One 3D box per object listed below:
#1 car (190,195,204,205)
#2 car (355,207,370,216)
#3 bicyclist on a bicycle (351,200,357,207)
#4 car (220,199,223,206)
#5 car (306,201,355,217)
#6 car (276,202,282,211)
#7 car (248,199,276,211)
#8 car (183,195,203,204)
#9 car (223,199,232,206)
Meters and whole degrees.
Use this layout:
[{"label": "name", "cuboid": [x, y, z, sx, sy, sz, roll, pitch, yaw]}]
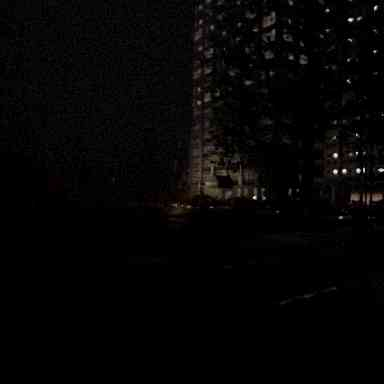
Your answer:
[{"label": "car", "cuboid": [0.411, 1.688, 54.808, 1.882, 1.535, 5.008, 2, -1, -34]}, {"label": "car", "cuboid": [16.499, 1.866, 36.587, 2.033, 1.411, 5.357, 2, -1, -34]}, {"label": "bicyclist on a bicycle", "cuboid": [22.764, 1.886, 46.749, 1.656, 1.620, 0.582, 1, -1, -34]}, {"label": "car", "cuboid": [2.386, 1.504, 57.712, 2.150, 2.045, 5.566, 2, 0, -33]}, {"label": "car", "cuboid": [13.889, 1.742, 34.649, 1.837, 1.490, 4.892, 2, -1, -34]}, {"label": "car", "cuboid": [10.486, 1.799, 45.567, 2.128, 1.511, 4.902, 2, -1, -34]}, {"label": "car", "cuboid": [7.991, 1.718, 43.457, 2.128, 1.511, 4.902, 2, -1, -34]}, {"label": "car", "cuboid": [0.211, 1.663, 72.770, 2.097, 1.767, 4.553, 2, -1, -34]}, {"label": "car", "cuboid": [5.737, 2.052, 64.505, 1.895, 1.301, 4.718, 2, -1, -34]}]
